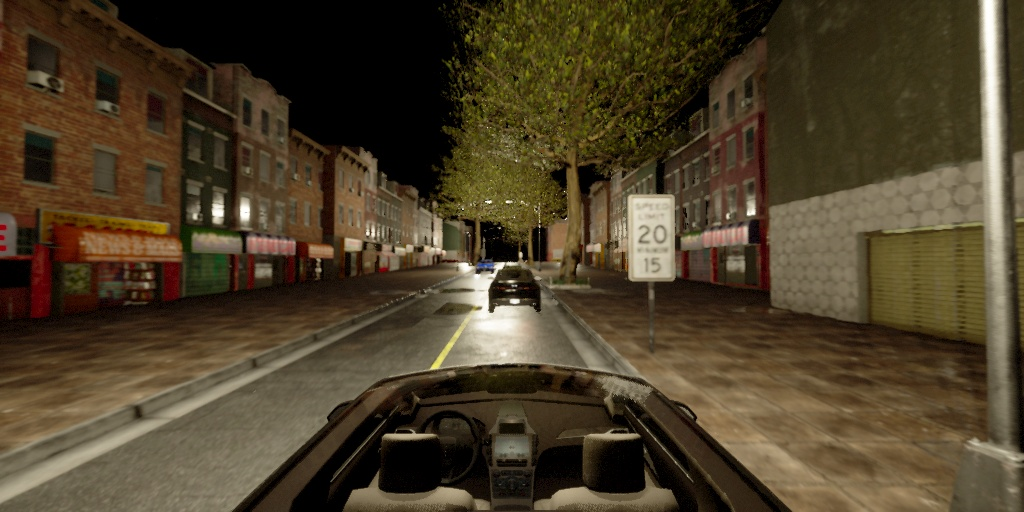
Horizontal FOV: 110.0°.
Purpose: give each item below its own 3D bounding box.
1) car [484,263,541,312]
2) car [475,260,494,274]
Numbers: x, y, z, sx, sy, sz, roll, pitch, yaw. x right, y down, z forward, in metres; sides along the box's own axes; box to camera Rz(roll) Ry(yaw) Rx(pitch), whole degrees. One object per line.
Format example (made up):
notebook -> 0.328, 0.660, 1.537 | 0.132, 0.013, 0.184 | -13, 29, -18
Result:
car -> 0.091, 1.216, 14.110 | 1.837, 1.490, 4.892 | 0, 0, 0
car -> -2.787, 1.135, 38.568 | 1.812, 1.442, 4.674 | 0, 0, 0
